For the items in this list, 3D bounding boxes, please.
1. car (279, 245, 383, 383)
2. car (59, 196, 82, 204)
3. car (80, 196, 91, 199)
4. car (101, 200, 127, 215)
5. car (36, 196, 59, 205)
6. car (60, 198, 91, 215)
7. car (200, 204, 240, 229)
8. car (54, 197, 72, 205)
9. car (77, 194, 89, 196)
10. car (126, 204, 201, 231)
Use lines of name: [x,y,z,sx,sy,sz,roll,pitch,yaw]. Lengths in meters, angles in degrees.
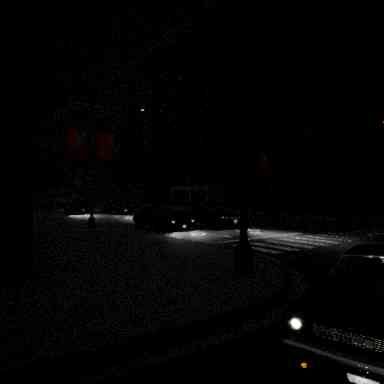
car: [3.073,1.597,5.101,1.895,1.301,4.718,0,0,38]
car: [-18.642,1.763,50.256,1.812,1.442,4.674,0,0,-36]
car: [-19.134,1.819,56.681,1.895,1.301,4.718,0,0,-36]
car: [-8.051,1.615,35.366,2.128,1.511,4.902,0,0,-36]
car: [-21.281,1.278,48.360,1.882,1.535,5.008,0,0,-36]
car: [-12.243,1.692,35.633,1.994,1.385,4.181,0,0,-36]
car: [1.249,1.554,22.422,2.128,1.511,4.902,0,0,-36]
car: [-25.210,1.746,65.129,2.128,1.511,4.902,0,0,-36]
car: [-21.928,1.475,66.133,2.150,2.045,5.566,0,0,-36]
car: [-1.980,1.607,21.350,2.033,1.411,5.357,0,0,-36]
